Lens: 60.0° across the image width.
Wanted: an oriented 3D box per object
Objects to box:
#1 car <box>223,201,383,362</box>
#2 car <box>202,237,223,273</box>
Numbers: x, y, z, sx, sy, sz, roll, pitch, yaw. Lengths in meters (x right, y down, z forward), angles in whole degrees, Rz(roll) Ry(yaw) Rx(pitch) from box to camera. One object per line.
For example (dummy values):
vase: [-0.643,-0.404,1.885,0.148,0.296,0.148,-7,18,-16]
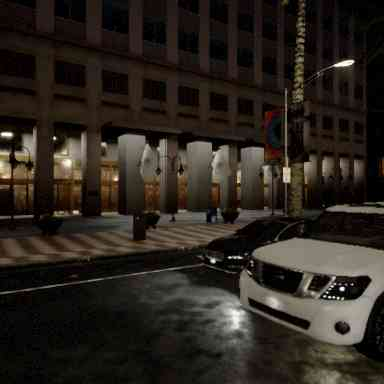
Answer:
car: [3.492,1.221,6.214,5.566,2.045,2.150,0,0,-33]
car: [2.574,1.505,9.778,4.892,1.490,1.837,0,0,-33]
